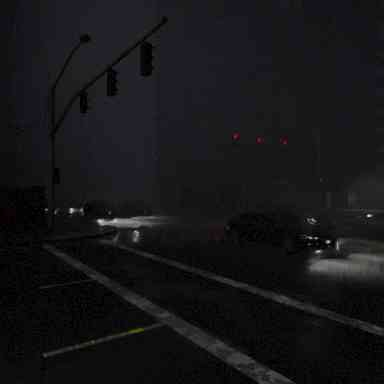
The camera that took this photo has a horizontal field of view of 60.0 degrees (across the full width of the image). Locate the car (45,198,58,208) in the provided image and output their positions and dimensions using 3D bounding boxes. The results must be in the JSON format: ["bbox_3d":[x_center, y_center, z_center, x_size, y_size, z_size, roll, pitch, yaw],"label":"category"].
[{"bbox_3d":[-20.518,1.547,46.965,2.033,1.411,5.357,0,0,-36],"label":"car"}]

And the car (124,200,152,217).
[{"bbox_3d":[-5.573,1.526,32.085,1.812,1.442,4.674,0,0,-36],"label":"car"}]

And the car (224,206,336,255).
[{"bbox_3d":[3.374,1.505,13.650,1.837,1.490,4.892,0,0,-36],"label":"car"}]

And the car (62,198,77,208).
[{"bbox_3d":[-17.610,1.600,48.913,1.895,1.301,4.718,0,0,-36],"label":"car"}]

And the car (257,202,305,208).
[{"bbox_3d":[5.059,1.352,17.298,2.097,1.767,4.553,0,0,-36],"label":"car"}]

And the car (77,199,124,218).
[{"bbox_3d":[-8.314,1.491,29.870,2.128,1.511,4.902,0,0,-36],"label":"car"}]
